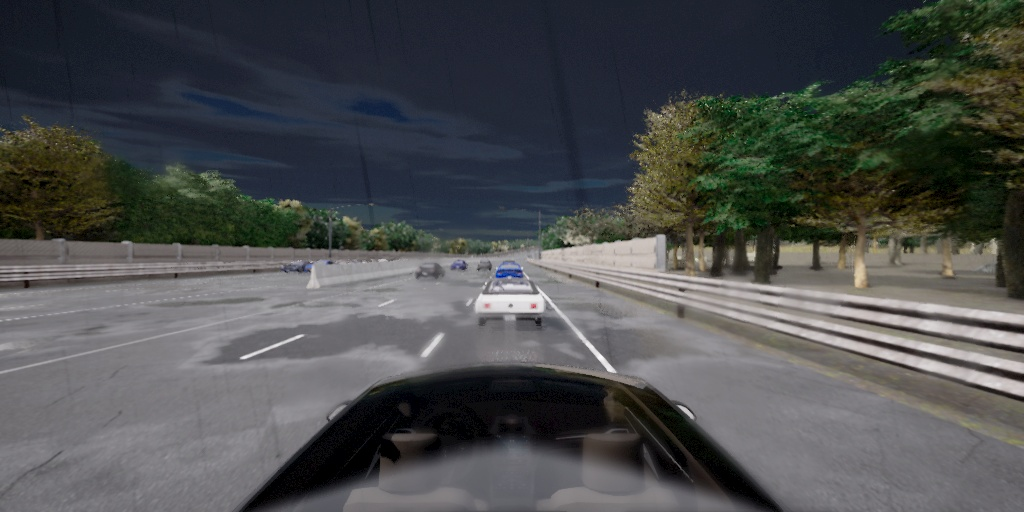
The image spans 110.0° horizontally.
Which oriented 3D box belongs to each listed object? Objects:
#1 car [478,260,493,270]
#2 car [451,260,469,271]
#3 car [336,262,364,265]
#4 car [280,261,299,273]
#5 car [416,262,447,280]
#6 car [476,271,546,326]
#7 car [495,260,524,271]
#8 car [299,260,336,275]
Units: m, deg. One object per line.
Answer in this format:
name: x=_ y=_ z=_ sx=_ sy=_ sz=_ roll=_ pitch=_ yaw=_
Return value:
car: x=-3.826 y=1.262 z=51.595 sx=2.128 sy=1.511 sz=4.902 roll=0 pitch=0 yaw=-1
car: x=-7.306 y=1.294 z=50.374 sx=1.812 sy=1.442 sz=4.674 roll=0 pitch=0 yaw=-1
car: x=-17.849 y=1.332 z=41.056 sx=1.994 sy=1.385 sz=4.181 roll=0 pitch=0 yaw=0
car: x=-24.825 y=1.297 z=42.342 sx=2.033 sy=1.411 sz=5.357 roll=2 pitch=-1 yaw=0
car: x=-7.131 y=1.288 z=31.676 sx=1.812 sy=1.442 sz=4.674 roll=0 pitch=0 yaw=-1
car: x=-0.051 y=1.354 z=11.698 sx=1.895 sy=1.301 sz=4.718 roll=0 pitch=0 yaw=0
car: x=-0.176 y=1.236 z=25.974 sx=1.882 sy=1.535 sz=5.008 roll=0 pitch=0 yaw=0
car: x=-21.346 y=1.245 z=40.509 sx=1.882 sy=1.535 sz=5.008 roll=0 pitch=0 yaw=0
